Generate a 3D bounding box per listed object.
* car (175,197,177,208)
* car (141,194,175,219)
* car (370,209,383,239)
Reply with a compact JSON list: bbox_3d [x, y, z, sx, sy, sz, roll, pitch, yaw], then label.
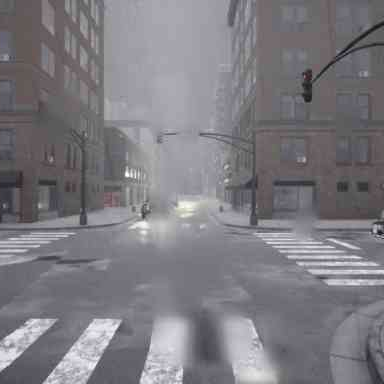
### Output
[{"bbox_3d":[-3.083,1.546,39.507,1.812,1.442,4.674,0,0,0],"label":"car"},{"bbox_3d":[-3.072,1.236,29.834,2.150,2.045,5.566,0,0,2],"label":"car"},{"bbox_3d":[10.648,1.509,14.771,4.902,1.511,2.128,0,0,3],"label":"car"}]
